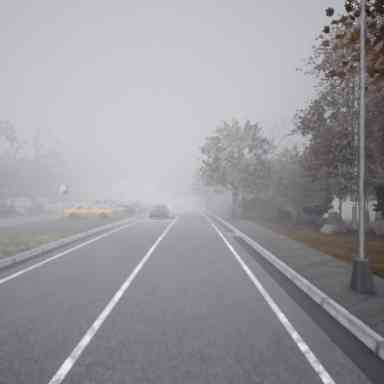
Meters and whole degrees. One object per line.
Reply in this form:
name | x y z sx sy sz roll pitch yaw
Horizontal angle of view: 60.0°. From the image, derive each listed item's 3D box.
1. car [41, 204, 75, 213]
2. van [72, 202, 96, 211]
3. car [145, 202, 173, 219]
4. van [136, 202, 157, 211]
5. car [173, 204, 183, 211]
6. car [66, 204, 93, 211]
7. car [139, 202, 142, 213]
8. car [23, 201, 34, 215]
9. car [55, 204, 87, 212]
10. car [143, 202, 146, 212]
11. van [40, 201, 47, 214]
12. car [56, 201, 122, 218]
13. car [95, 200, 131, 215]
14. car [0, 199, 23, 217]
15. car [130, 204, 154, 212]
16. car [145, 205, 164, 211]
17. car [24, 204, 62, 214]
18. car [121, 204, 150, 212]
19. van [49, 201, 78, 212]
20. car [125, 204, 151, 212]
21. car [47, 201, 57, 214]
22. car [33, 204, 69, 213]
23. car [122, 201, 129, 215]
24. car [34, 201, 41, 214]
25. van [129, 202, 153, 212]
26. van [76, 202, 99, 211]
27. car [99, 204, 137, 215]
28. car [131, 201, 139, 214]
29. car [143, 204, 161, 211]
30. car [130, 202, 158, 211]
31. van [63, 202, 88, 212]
car | -23.379 2.843 58.126 4.892 1.521 2.231 0 -2 0
van | -23.257 3.157 71.825 4.442 1.987 1.878 0 -3 0
car | -3.333 2.020 34.605 1.837 1.490 4.892 0 -2 0
van | -10.174 3.307 74.569 4.442 1.987 1.878 0 -3 0
car | -3.235 3.417 75.934 2.097 1.767 4.553 0 -3 0
car | -23.381 3.267 69.198 5.008 1.535 2.097 0 -2 0
car | -10.314 2.555 49.610 4.674 1.452 2.002 0 -2 0
car | -23.213 2.203 41.519 5.366 1.575 1.946 0 -2 0
car | -23.195 3.052 63.663 5.366 1.575 1.946 0 -2 0
car | -10.313 2.728 55.160 5.008 1.535 2.097 0 -2 0
van | -23.510 2.191 47.062 4.442 1.987 1.878 0 -2 0
car | -10.140 1.923 32.981 5.366 1.575 1.946 0 -2 0
car | -10.350 2.073 41.299 4.553 1.767 2.185 0 -2 0
car | -23.428 1.855 38.761 5.566 2.045 2.435 0 -2 0
car | -10.325 3.291 69.036 4.792 1.488 2.163 0 -3 0
car | -10.271 4.440 91.189 4.892 1.521 2.231 0 -3 0
car | -23.384 2.625 52.464 5.008 1.535 2.097 0 -2 0
car | -10.273 2.971 60.706 4.792 1.488 2.163 0 -2 0
van | -23.499 2.723 60.903 4.442 1.987 1.878 0 -2 0
car | -10.303 3.088 63.481 4.674 1.452 2.002 0 -2 0
car | -23.360 2.398 49.825 4.553 1.767 2.185 0 -2 0
car | -23.382 2.736 55.358 5.008 1.535 2.097 0 -2 0
car | -10.327 2.099 38.519 5.008 1.535 2.097 0 -2 0
car | -23.390 2.312 44.284 4.892 1.521 2.231 0 -2 0
van | -10.181 2.929 66.266 4.442 1.987 1.878 0 -2 0
van | -23.487 3.315 74.724 4.442 1.987 1.878 0 -3 0
car | -10.344 2.438 46.837 4.792 1.488 2.163 0 -2 0
car | -10.288 2.051 44.073 5.566 2.045 2.435 0 -2 0
car | -10.251 4.011 85.652 4.553 1.767 2.185 0 -3 0
car | -10.322 3.130 71.798 5.566 2.045 2.435 0 -3 0
van | -23.261 2.935 66.438 4.442 1.987 1.878 0 -2 0
